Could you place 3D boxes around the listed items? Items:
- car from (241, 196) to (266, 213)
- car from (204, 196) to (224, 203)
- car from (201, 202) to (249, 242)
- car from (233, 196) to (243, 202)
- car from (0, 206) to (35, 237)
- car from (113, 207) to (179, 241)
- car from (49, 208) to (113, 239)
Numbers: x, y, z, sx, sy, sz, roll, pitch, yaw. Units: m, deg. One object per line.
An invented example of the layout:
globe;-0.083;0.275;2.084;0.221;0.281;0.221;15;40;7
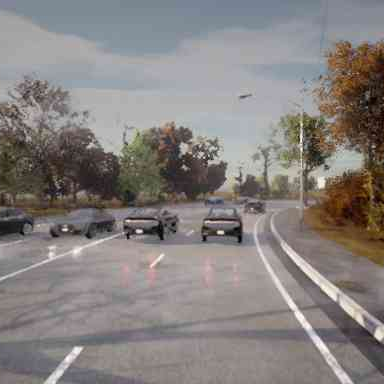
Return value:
car;7.215;1.543;37.790;1.837;1.490;4.892;0;0;20
car;3.729;1.480;56.019;1.882;1.535;5.008;0;0;28
car;1.592;1.501;16.457;2.128;1.511;4.902;0;0;9
car;8.883;1.513;58.151;1.882;1.535;5.008;0;0;30
car;-9.349;1.464;15.441;1.837;1.490;4.892;0;0;8
car;-1.898;1.484;16.711;2.128;1.511;4.902;0;0;9
car;-5.532;1.540;17.266;1.994;1.385;4.181;0;0;9
